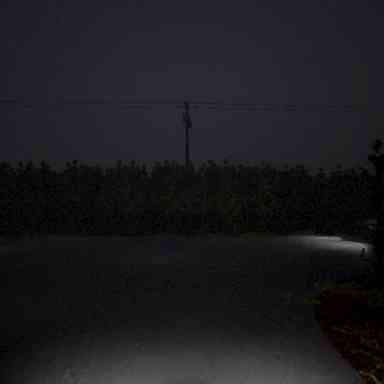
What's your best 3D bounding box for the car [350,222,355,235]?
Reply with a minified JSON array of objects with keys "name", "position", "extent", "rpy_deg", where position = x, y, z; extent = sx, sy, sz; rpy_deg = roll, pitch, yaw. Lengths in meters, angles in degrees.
[{"name":"car","position":[9.762,1.516,15.327],"extent":[4.674,1.442,1.812],"rpy_deg":[0,0,-4]}]
